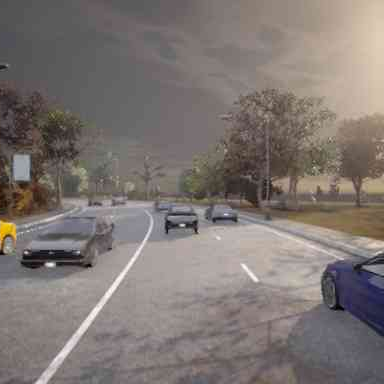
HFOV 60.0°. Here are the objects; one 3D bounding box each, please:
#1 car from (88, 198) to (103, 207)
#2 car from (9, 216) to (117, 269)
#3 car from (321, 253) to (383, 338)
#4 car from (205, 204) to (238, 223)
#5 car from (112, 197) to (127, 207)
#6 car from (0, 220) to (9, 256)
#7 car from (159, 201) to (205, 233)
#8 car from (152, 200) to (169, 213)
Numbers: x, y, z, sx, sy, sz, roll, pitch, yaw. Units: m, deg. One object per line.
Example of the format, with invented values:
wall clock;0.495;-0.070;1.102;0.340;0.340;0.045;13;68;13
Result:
car;-15.111;1.574;52.005;1.994;1.385;4.181;0;0;-21
car;-3.868;1.554;11.495;2.033;1.411;5.357;0;0;-2
car;3.522;1.525;4.772;1.812;1.442;4.674;0;0;-1
car;2.181;1.575;25.799;1.994;1.385;4.181;0;0;-7
car;-11.651;1.543;52.810;1.812;1.442;4.674;0;0;-20
car;-7.350;1.486;10.272;1.882;1.535;5.008;0;0;-2
car;-0.693;1.500;19.572;2.128;1.511;4.902;0;0;-5
car;-3.380;1.565;37.898;2.033;1.411;5.357;0;0;-13
